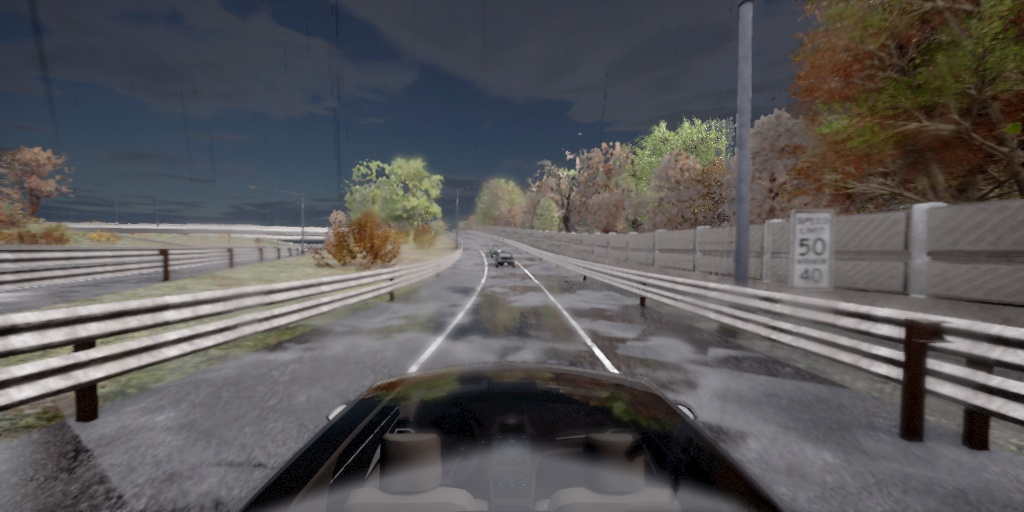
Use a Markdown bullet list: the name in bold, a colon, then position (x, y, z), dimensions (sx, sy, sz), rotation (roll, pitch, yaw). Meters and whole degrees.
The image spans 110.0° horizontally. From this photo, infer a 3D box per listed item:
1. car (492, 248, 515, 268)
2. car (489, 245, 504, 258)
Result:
- **car**: position (-0.764, 0.345, 35.465), dimensions (1.837, 1.490, 4.892), rotation (0, 4, -5)
- **car**: position (-1.919, -0.707, 48.037), dimensions (2.097, 1.767, 4.553), rotation (0, 5, -6)
